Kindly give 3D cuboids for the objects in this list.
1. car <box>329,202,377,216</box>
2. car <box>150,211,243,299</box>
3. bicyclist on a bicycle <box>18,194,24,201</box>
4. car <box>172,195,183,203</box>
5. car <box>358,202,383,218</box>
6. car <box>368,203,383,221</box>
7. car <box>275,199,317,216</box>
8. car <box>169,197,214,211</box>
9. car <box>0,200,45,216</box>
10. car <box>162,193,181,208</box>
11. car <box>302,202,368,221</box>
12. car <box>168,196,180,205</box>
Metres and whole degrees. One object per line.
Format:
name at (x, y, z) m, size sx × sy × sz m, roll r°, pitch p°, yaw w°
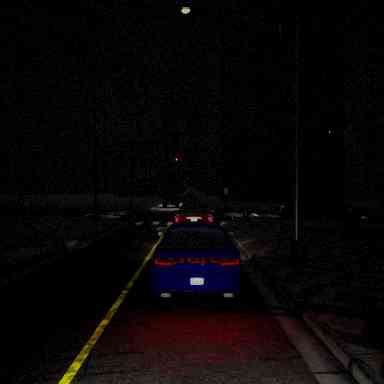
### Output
car at (17.778, 1.842, 36.905) m, size 4.403 × 1.369 × 2.008 m, roll 1°, pitch -1°, yaw 0°
car at (0.099, 1.477, 8.539) m, size 1.882 × 1.535 × 5.008 m, roll 0°, pitch 0°, yaw 0°
bicyclist on a bicycle at (-20.506, 1.030, 39.762) m, size 0.582 × 1.620 × 1.656 m, roll 1°, pitch 0°, yaw 0°
car at (-3.024, 1.493, 69.485) m, size 2.128 × 1.511 × 4.902 m, roll 0°, pitch 0°, yaw 0°
car at (19.910, 1.852, 34.233) m, size 4.674 × 1.442 × 1.812 m, roll 1°, pitch 0°, yaw 0°
car at (17.942, 1.824, 28.381) m, size 4.829 × 1.417 × 1.752 m, roll 1°, pitch -1°, yaw 0°
car at (10.945, 1.539, 34.228) m, size 4.553 × 1.767 × 2.097 m, roll 1°, pitch 0°, yaw 0°
car at (0.116, 1.352, 17.693) m, size 2.097 × 1.767 × 4.553 m, roll 0°, pitch 0°, yaw 1°
car at (-14.780, 1.366, 28.278) m, size 4.403 × 1.369 × 2.008 m, roll 1°, pitch -1°, yaw 0°
car at (-3.104, 1.222, 49.335) m, size 2.150 × 2.045 × 5.566 m, roll 0°, pitch 0°, yaw 0°
car at (12.129, 1.775, 28.380) m, size 4.313 × 1.339 × 1.947 m, roll 1°, pitch -1°, yaw 0°
car at (-3.092, 1.526, 59.166) m, size 1.812 × 1.442 × 4.674 m, roll 0°, pitch 0°, yaw 1°
